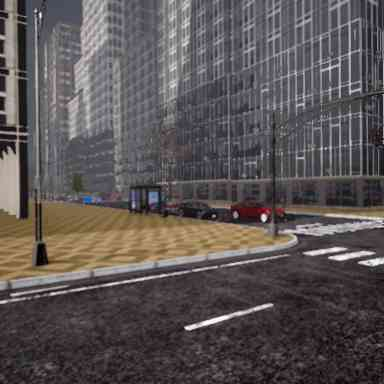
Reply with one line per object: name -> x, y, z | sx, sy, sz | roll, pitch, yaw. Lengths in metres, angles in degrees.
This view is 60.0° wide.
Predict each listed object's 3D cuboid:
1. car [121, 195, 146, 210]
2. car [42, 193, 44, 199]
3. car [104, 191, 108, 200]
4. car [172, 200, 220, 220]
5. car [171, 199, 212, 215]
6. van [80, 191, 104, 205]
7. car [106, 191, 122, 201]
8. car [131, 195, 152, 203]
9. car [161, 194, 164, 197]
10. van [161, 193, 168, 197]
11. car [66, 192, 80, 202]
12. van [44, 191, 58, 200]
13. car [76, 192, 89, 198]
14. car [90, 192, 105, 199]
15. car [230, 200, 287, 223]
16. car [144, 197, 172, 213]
car -> -5.853, 1.399, 37.264 | 1.947, 1.339, 4.313 | 0, 1, -34
car -> -34.652, 0.799, 79.534 | 1.967, 1.590, 4.097 | 0, 1, -34
car -> -18.116, 0.735, 70.177 | 2.192, 1.841, 5.009 | 0, 1, -34
car -> 0.495, 1.502, 27.832 | 1.947, 1.339, 4.313 | 0, 1, -34
car -> -0.140, 1.460, 33.575 | 1.895, 1.301, 4.718 | -1, 1, -34
van -> -15.422, 1.020, 51.372 | 1.690, 1.788, 3.998 | 0, 1, -34
car -> -14.912, 1.056, 65.486 | 1.802, 1.307, 4.206 | 0, 1, -34
car -> -8.502, 1.162, 56.098 | 1.802, 1.307, 4.206 | 0, 1, -34
car -> -5.775, 1.333, 41.835 | 1.994, 1.385, 4.181 | -1, 1, -34
van -> -5.297, 0.973, 51.402 | 1.690, 1.788, 3.998 | 0, 1, -34
car -> -21.833, 1.123, 60.761 | 2.008, 1.369, 4.403 | 0, 1, -34
van -> -31.447, 0.753, 74.840 | 1.690, 1.788, 3.998 | 0, 1, -34
car -> -27.732, 0.811, 84.260 | 2.008, 1.369, 4.403 | 0, 1, -34
car -> -21.322, 0.807, 74.872 | 1.967, 1.590, 4.097 | 0, 1, -34
car -> 5.071, 1.419, 25.926 | 1.882, 1.535, 5.008 | -1, 1, -34
car -> -2.697, 1.467, 32.538 | 1.802, 1.307, 4.206 | 0, 1, -34
